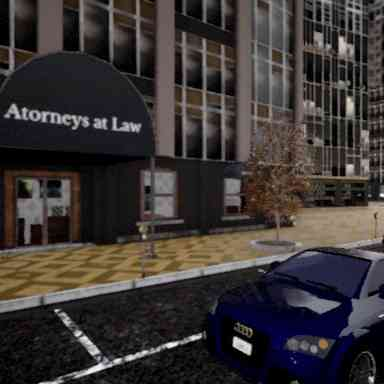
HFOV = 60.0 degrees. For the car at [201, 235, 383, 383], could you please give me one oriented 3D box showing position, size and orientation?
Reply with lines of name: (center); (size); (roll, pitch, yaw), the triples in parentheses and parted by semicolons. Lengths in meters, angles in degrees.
car: (2.190, 1.562, 4.943); (4.181, 1.385, 1.994); (0, 0, -36)
